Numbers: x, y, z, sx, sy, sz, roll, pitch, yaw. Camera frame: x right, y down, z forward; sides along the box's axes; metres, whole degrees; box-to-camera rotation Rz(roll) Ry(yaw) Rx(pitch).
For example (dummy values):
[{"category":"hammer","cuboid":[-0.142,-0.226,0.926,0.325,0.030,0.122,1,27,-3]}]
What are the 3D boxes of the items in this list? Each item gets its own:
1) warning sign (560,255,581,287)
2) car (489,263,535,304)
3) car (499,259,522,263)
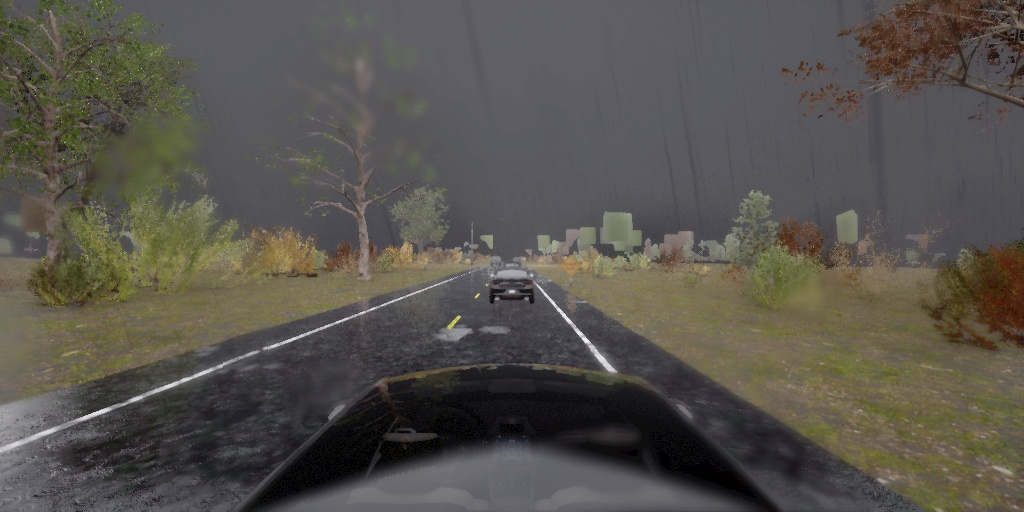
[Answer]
[{"category":"warning sign","cuboid":[3.550,0.881,21.704,1.300,1.860,1.060,0,0,0]},{"category":"car","cuboid":[0.000,1.245,16.501,1.882,1.535,5.008,0,0,0]},{"category":"car","cuboid":[0.001,1.301,31.502,1.837,1.490,4.892,0,0,0]}]
